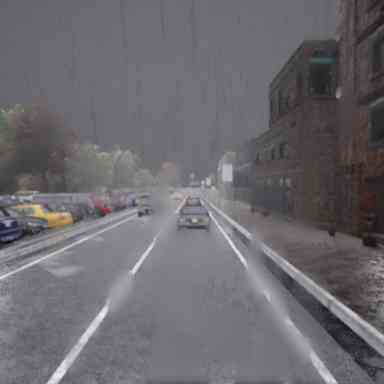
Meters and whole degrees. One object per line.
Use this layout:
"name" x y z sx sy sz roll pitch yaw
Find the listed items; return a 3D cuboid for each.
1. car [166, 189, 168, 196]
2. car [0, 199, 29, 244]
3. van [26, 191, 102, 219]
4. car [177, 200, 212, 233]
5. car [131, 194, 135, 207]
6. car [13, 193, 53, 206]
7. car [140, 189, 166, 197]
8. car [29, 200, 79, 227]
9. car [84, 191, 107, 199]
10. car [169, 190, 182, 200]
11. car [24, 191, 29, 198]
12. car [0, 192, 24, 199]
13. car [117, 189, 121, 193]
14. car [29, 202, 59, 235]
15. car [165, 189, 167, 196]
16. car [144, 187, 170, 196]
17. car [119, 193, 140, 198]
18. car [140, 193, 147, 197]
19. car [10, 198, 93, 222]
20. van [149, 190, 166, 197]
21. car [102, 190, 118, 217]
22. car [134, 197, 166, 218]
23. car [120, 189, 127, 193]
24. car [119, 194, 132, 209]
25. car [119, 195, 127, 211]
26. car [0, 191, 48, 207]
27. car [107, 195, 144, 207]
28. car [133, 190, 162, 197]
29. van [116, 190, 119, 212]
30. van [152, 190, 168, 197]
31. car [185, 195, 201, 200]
"car" -9.200 0.677 83.858 5.008 1.535 2.097 0 1 0
"car" -9.361 1.306 13.138 4.553 1.767 2.185 0 0 0
"van" -9.220 1.125 24.271 4.442 1.987 1.878 0 0 0
"car" 0.124 1.417 18.762 2.033 1.411 5.357 0 0 0
"car" -9.271 1.285 38.189 4.674 1.452 2.002 0 0 0
"car" -22.275 1.056 46.607 4.553 1.767 2.185 0 0 0
"car" -9.424 0.728 78.208 5.366 1.575 1.946 0 1 0
"car" -9.550 1.389 18.708 5.366 1.575 1.946 0 0 0
"car" -21.808 0.631 75.440 4.553 1.767 2.185 0 1 0
"car" -3.152 0.883 69.333 1.882 1.535 5.008 0 1 0
"car" -22.366 1.099 40.912 4.553 1.767 2.185 0 0 0
"car" -22.380 1.120 38.127 4.553 1.767 2.185 0 0 0
"car" -21.722 0.680 86.611 4.792 1.488 2.163 0 1 0
"car" -9.384 1.413 15.924 4.892 1.521 2.231 0 0 0
"car" -9.211 0.704 81.033 5.008 1.535 2.097 0 1 0
"car" -9.145 0.399 86.681 5.566 2.045 2.435 0 1 0
"car" -9.284 1.254 40.972 4.792 1.488 2.163 0 0 0
"car" -9.055 1.200 43.754 5.366 1.575 1.946 0 0 0
"car" -9.344 1.372 21.490 4.892 1.521 2.231 0 0 0
"van" -9.269 0.398 89.508 4.442 1.987 1.878 0 1 0
"car" -9.295 1.078 27.054 5.566 2.045 2.435 0 0 0
"car" -3.311 1.360 27.990 1.994 1.385 4.181 0 0 0
"car" -21.679 0.346 92.255 5.566 2.045 2.435 0 1 0
"car" -9.253 1.296 35.406 4.792 1.488 2.163 0 0 0
"car" -9.289 1.289 32.622 4.892 1.521 2.231 0 0 0
"car" -22.349 0.951 43.821 5.566 2.045 2.435 0 0 0
"car" -9.243 1.223 46.397 4.674 1.452 2.002 -1 0 1
"car" -9.332 0.841 69.730 4.792 1.488 2.163 0 1 0
"van" -9.194 1.084 29.713 4.442 1.987 1.878 0 0 0
"van" -9.226 0.342 95.038 4.442 1.987 1.878 0 1 0
"car" 0.157 1.175 41.662 2.128 1.511 4.902 0 0 0
